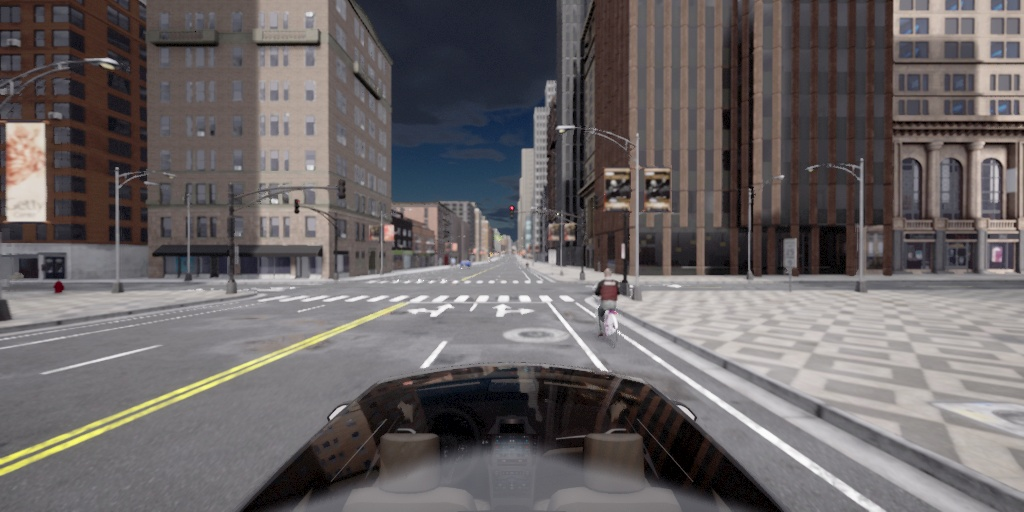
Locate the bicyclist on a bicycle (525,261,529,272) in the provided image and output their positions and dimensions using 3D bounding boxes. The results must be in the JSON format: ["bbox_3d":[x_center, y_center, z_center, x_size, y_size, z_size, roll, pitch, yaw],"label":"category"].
[{"bbox_3d":[2.419,1.675,56.737,0.659,1.776,1.843,0,0,0],"label":"bicyclist on a bicycle"}]

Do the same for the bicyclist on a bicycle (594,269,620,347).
[{"bbox_3d":[2.268,1.187,8.681,0.659,1.776,1.843,0,0,0],"label":"bicyclist on a bicycle"}]
